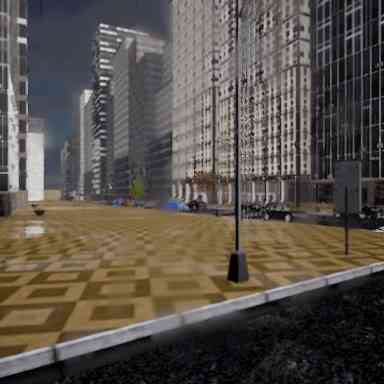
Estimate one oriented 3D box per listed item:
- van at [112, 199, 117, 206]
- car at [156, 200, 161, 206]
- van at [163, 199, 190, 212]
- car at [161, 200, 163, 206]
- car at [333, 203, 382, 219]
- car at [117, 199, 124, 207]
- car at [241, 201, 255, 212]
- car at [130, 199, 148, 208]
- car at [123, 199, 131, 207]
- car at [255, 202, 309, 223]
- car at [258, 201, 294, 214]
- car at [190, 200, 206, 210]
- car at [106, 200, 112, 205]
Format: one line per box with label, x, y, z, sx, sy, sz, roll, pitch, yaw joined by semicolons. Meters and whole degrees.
van;-16.786;2.417;77.496;1.690;1.788;3.998;-1;0;-25
car;-6.797;2.544;76.020;1.802;1.307;4.206;-1;0;-25
van;-2.279;1.831;47.029;1.690;1.788;3.998;-1;0;-25
car;-3.794;2.309;63.481;1.994;1.385;4.181;0;-1;-25
car;14.964;1.655;30.317;2.008;1.369;4.403;-1;0;-25
car;-14.364;2.521;72.417;1.887;1.381;4.507;-1;0;-25
car;7.710;1.948;45.552;1.947;1.339;4.313;-1;0;-25
car;-9.528;2.330;62.261;2.008;1.369;4.403;-1;0;-25
car;-11.873;2.399;67.186;1.752;1.417;4.829;-1;0;-25
car;7.399;1.669;26.713;2.008;1.369;4.403;-1;0;-25
car;10.129;1.854;40.473;1.947;1.339;4.313;-1;0;-25
car;0.672;2.074;54.200;1.837;1.490;4.892;0;-1;-25
car;-21.617;2.820;87.650;1.887;1.381;4.507;-1;0;-25
